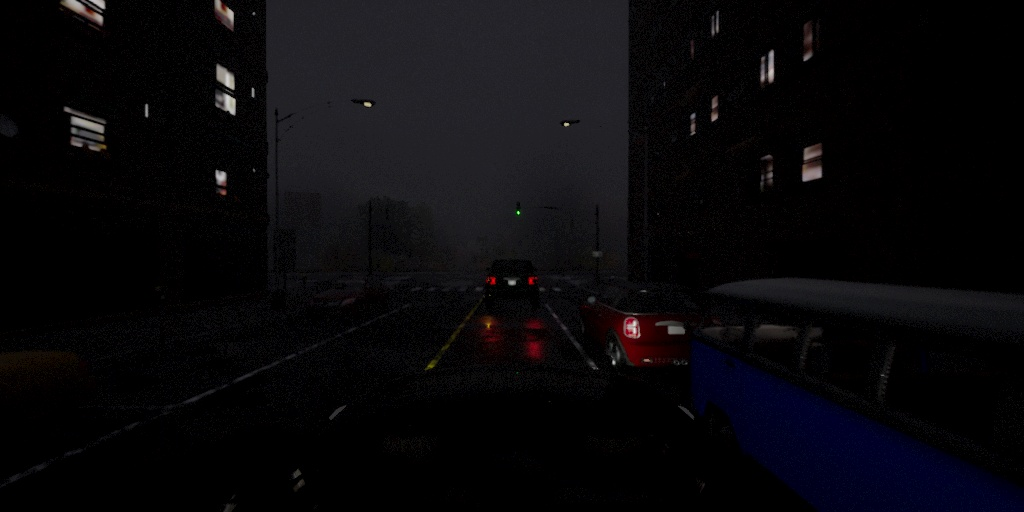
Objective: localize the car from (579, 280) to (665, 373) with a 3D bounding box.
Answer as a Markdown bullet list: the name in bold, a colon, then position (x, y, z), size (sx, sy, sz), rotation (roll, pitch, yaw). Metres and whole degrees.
- **car**: position (2.690, 1.245, 7.765), size (1.967, 1.591, 4.097), rotation (0, 0, 0)

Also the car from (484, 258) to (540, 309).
- **car**: position (0.005, 1.096, 15.879), size (2.150, 2.045, 5.566), rotation (0, 0, 0)

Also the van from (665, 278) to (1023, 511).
- **van**: position (2.689, 1.096, 2.241), size (1.690, 1.789, 3.998), rotation (0, 0, 0)

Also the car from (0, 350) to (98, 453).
- **car**: position (-5.691, 1.280, 2.025), size (1.751, 1.417, 4.829), rotation (0, 0, 0)

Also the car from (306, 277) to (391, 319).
- **car**: position (-5.786, 1.437, 13.236), size (1.802, 1.307, 4.207), rotation (0, 0, 0)
